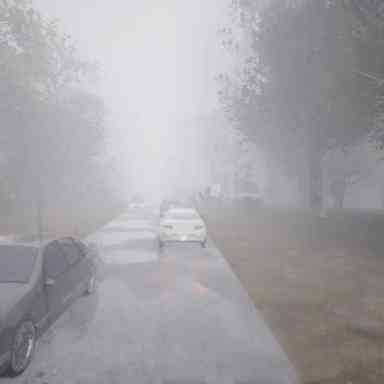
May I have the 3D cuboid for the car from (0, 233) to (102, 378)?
[{"bbox_3d":[-2.972,1.475,5.675,2.033,1.411,5.357,1,0,-2],"label":"car"}]

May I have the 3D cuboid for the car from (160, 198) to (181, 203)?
[{"bbox_3d":[-1.929,1.189,29.962,1.994,1.385,4.181,1,1,-7],"label":"car"}]

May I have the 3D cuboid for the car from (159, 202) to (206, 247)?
[{"bbox_3d":[-0.438,1.392,14.227,1.812,1.442,4.674,1,1,-3],"label":"car"}]

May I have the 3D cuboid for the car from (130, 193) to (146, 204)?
[{"bbox_3d":[-7.827,0.872,48.095,1.837,1.490,4.892,2,-1,-11],"label":"car"}]
